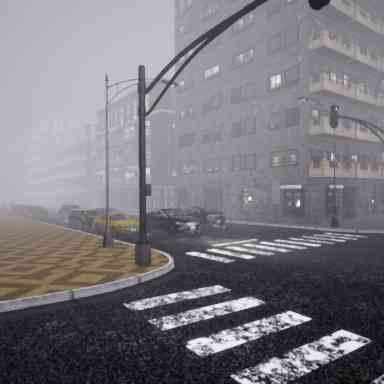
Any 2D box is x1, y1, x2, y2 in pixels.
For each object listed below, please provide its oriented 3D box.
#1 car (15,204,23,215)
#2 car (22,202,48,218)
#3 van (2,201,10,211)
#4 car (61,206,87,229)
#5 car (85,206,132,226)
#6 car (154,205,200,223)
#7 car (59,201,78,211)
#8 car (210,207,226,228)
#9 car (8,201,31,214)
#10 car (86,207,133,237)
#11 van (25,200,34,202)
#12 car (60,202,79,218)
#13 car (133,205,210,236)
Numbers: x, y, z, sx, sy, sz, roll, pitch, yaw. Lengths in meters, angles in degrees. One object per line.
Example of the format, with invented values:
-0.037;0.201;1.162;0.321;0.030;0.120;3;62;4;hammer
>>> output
-21.585;2.393;43.710;1.802;1.307;4.206;-2;0;-36;car
-18.237;2.262;39.155;1.887;1.381;4.507;-2;0;-36;car
-31.638;2.433;57.377;1.690;1.788;3.998;-2;0;-36;van
-8.192;2.002;25.488;1.947;1.339;4.313;-2;0;-36;car
-7.272;1.994;28.626;2.033;1.411;5.357;-1;-1;-37;car
-1.441;1.916;30.453;2.008;1.369;4.403;-2;0;-36;car
-21.536;2.367;57.786;1.967;1.590;4.097;-2;0;-36;car
0.308;1.772;23.751;2.128;1.511;4.902;-1;0;-37;car
-24.935;2.449;48.266;1.887;1.381;4.507;-2;0;-36;car
-4.744;1.865;20.796;1.752;1.417;4.829;-2;0;-36;car
-41.631;2.832;85.120;1.690;1.788;3.998;-2;0;-36;van
-13.230;2.118;36.754;1.837;1.490;4.892;-1;-1;-36;car
-1.413;1.775;20.654;2.128;1.511;4.902;-1;-1;-36;car
